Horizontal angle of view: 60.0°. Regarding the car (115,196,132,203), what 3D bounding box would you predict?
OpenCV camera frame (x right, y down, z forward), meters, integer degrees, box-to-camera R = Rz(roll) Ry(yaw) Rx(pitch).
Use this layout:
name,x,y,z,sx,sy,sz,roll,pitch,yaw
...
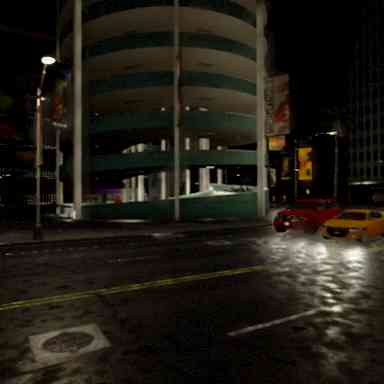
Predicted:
name,x,y,z,sx,sy,sz,roll,pitch,yaw
car,-13.862,1.892,67.149,2.435,2.045,5.566,0,-1,-31

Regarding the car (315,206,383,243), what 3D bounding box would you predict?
name,x,y,z,sx,sy,sz,roll,pitch,yaw
car,8.680,1.662,17.385,5.008,1.535,1.882,0,-1,-42

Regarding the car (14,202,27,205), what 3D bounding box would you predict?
name,x,y,z,sx,sy,sz,roll,pitch,yaw
car,-29.297,2.255,56.916,1.895,1.301,4.718,0,-1,-31

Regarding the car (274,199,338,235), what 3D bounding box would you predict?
name,x,y,z,sx,sy,sz,roll,pitch,yaw
car,7.334,1.449,20.704,5.566,2.045,2.150,0,0,-44
